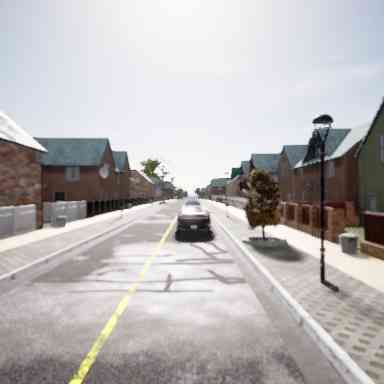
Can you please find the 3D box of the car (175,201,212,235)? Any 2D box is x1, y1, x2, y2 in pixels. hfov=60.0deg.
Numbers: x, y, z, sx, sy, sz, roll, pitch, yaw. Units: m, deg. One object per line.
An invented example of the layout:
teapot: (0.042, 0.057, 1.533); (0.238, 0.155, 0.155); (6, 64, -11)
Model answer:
car: (0.092, 1.516, 18.910); (2.128, 1.511, 4.902); (0, 0, 0)

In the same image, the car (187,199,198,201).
car: (0.083, 1.573, 41.938); (1.882, 1.535, 5.008); (0, 0, 0)
